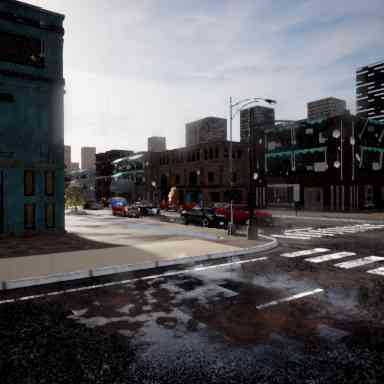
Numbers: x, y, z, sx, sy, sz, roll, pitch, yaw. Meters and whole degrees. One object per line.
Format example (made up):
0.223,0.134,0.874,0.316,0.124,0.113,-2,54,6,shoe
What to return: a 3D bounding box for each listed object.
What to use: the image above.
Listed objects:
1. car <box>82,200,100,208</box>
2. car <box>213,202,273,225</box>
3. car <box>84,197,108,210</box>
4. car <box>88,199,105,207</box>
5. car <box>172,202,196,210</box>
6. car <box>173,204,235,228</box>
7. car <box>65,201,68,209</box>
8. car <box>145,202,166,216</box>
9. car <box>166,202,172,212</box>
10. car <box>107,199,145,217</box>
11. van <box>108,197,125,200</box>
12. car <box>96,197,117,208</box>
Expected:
-19.242,2.229,63.108,1.994,1.385,4.181,-1,0,-35,car
3.823,1.682,24.973,1.882,1.535,5.008,-1,0,-35,car
-15.444,1.930,52.347,2.097,1.767,4.553,-1,0,-35,car
-19.500,2.227,67.938,1.887,1.381,4.507,-1,0,-35,car
-0.306,1.903,40.835,1.802,1.307,4.206,-2,0,-35,car
0.776,1.814,24.595,1.947,1.339,4.313,-1,0,-35,car
-23.041,2.232,58.437,1.752,1.417,4.829,-1,0,-35,car
-5.423,1.880,38.063,2.128,1.511,4.902,-1,0,-35,car
-3.504,1.965,45.352,1.802,1.307,4.206,-1,0,-35,car
-7.147,1.846,35.990,1.967,1.590,4.097,-1,0,-35,car
-13.107,1.906,58.903,1.690,1.788,3.998,-1,0,-35,van
-16.306,1.939,63.420,2.192,1.841,5.009,-1,0,-35,car
